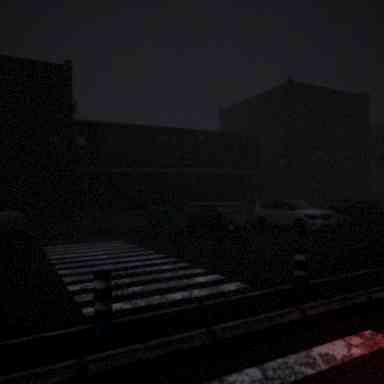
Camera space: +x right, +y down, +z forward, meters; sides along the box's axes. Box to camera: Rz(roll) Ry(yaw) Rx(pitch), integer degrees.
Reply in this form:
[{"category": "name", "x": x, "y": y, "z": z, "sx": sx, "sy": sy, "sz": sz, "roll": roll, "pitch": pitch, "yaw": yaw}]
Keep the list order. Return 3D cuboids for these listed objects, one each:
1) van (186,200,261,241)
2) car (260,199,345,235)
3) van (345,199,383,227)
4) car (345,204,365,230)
[{"category": "van", "x": 1.400, "y": 1.518, "z": 18.179, "sx": 1.878, "sy": 1.987, "sz": 4.442, "roll": -1, "pitch": -1, "yaw": -29}, {"category": "car", "x": 6.182, "y": 1.452, "z": 20.920, "sx": 2.435, "sy": 2.045, "sz": 5.566, "roll": -1, "pitch": -1, "yaw": -29}, {"category": "van", "x": 11.048, "y": 1.452, "z": 23.769, "sx": 1.878, "sy": 1.987, "sz": 4.442, "roll": 0, "pitch": -1, "yaw": -29}, {"category": "car", "x": 8.587, "y": 1.729, "z": 22.276, "sx": 2.002, "sy": 1.452, "sz": 4.674, "roll": 0, "pitch": -1, "yaw": -29}]
